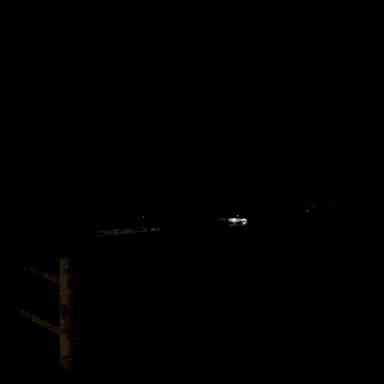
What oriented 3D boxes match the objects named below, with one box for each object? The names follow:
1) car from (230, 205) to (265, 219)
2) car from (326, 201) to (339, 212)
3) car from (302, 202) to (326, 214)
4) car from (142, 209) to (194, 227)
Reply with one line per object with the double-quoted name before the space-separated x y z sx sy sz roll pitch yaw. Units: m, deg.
"car" 6.333 2.159 37.065 2.033 1.411 5.357 -1 -1 37
"car" 22.583 2.337 54.415 2.097 1.767 4.553 -1 -1 37
"car" 16.822 2.344 46.497 1.812 1.442 4.674 -1 -1 36
"car" -1.748 1.982 25.979 1.895 1.301 4.718 -1 -1 36
